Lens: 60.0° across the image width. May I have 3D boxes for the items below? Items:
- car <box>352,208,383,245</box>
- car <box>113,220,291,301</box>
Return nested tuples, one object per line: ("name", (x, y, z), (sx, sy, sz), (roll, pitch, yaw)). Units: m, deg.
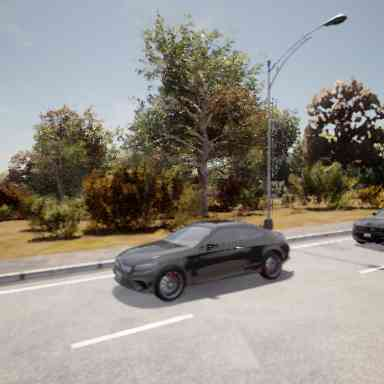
("car", (8.379, 1.174, 12.880), (5.008, 1.535, 1.882), (-2, 1, -28))
("car", (0.430, 1.452, 8.227), (4.674, 1.442, 1.812), (-1, 1, -32))
